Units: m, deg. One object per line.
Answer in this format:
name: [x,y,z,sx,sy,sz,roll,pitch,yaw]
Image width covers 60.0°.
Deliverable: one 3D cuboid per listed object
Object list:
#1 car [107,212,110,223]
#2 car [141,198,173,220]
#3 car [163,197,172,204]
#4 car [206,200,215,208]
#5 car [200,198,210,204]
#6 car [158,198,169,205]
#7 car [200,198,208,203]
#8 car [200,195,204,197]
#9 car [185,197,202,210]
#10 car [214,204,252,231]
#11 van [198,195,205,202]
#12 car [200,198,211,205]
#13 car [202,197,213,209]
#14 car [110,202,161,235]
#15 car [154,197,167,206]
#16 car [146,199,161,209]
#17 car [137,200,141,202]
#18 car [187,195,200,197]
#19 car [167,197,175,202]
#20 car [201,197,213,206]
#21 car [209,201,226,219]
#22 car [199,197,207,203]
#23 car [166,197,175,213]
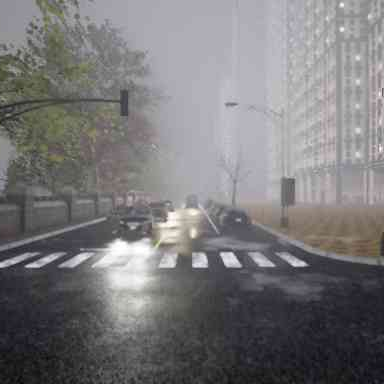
car: [-5.677,1.703,26.971,1.802,1.307,4.206,0,0,0]
car: [-3.079,1.613,29.842,1.882,1.535,5.008,0,0,0]
car: [-5.656,1.932,77.661,1.887,1.381,4.507,0,0,0]
car: [2.706,1.714,32.600,1.947,1.339,4.313,0,0,0]
car: [2.722,1.906,72.026,2.008,1.369,4.403,0,0,0]
car: [-5.661,1.869,66.397,1.887,1.381,4.507,0,0,0]
car: [2.724,1.969,77.658,1.802,1.307,4.206,0,0,0]
car: [2.716,1.703,55.130,1.967,1.590,4.097,0,0,0]
car: [0.020,1.774,48.206,2.033,1.411,5.357,0,0,0]
car: [2.701,1.661,21.335,1.947,1.339,4.313,0,0,0]
van: [2.732,1.829,94.557,1.690,1.788,3.998,0,0,0]
car: [2.720,1.875,66.394,2.008,1.369,4.403,0,0,0]
car: [2.713,1.777,49.498,1.887,1.381,4.507,0,0,0]
car: [-3.141,1.579,19.495,2.128,1.511,4.902,0,0,-3]
car: [-5.662,1.734,60.765,1.967,1.590,4.097,0,0,0]
car: [-5.667,1.757,49.332,1.752,1.417,4.829,0,0,0]
car: [-5.671,1.616,38.237,1.967,1.590,4.097,0,0,0]
car: [0.025,1.504,58.654,2.150,2.045,5.566,0,0,0]
car: [-5.651,1.999,88.926,1.887,1.381,4.507,0,0,0]
car: [2.718,1.733,60.762,1.967,1.590,4.097,0,0,0]
car: [2.703,1.687,26.968,1.947,1.339,4.313,0,0,0]
car: [2.727,2.002,83.290,1.802,1.307,4.206,0,0,0]
car: [-3.051,1.690,40.243,1.837,1.490,4.892,0,0,0]
